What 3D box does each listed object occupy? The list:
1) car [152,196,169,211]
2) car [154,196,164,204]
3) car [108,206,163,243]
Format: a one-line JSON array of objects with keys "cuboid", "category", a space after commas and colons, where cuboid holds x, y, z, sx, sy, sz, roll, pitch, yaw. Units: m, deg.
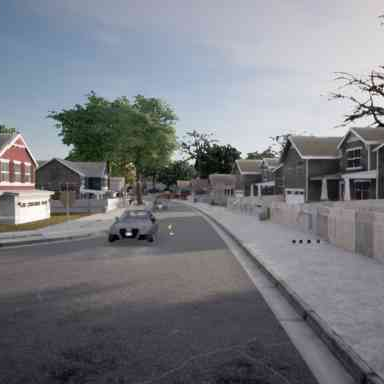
[{"cuboid": [-3.902, 1.562, 41.405, 2.128, 1.511, 4.902, 0, 0, -4], "category": "car"}, {"cuboid": [-6.568, 1.523, 66.256, 1.837, 1.490, 4.892, 0, 0, -8], "category": "car"}, {"cuboid": [-2.682, 1.576, 15.969, 1.994, 1.385, 4.181, 0, 0, -1], "category": "car"}]
